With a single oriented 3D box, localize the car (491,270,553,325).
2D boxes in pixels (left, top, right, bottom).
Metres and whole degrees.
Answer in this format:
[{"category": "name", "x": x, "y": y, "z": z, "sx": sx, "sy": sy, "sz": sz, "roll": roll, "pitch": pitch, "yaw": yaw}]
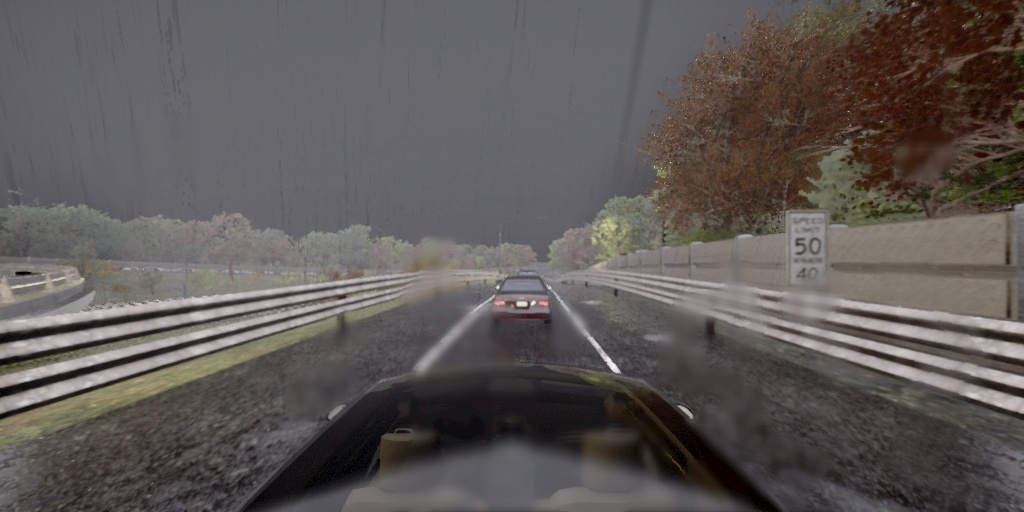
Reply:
[{"category": "car", "x": 0.382, "y": 1.379, "z": 12.232, "sx": 2.033, "sy": 1.411, "sz": 5.357, "roll": 0, "pitch": -1, "yaw": 3}]
